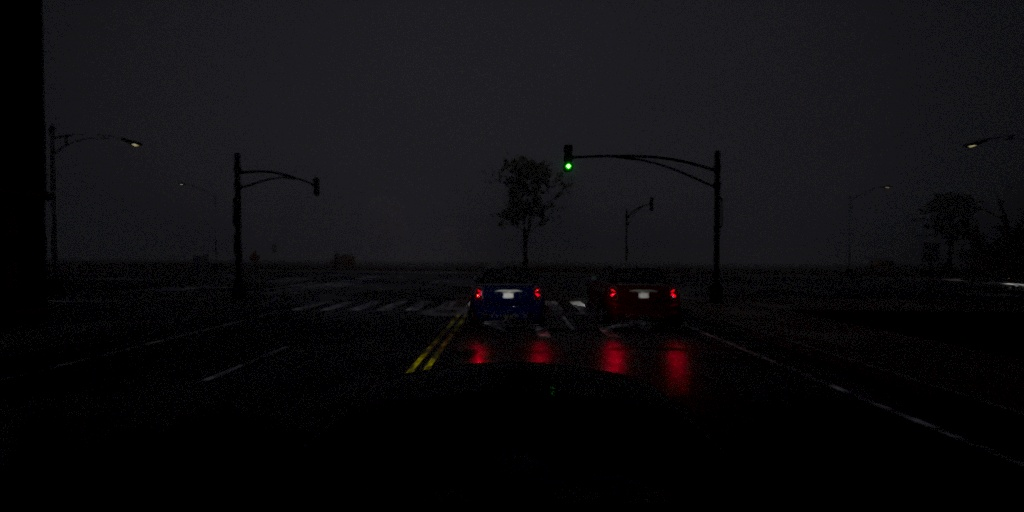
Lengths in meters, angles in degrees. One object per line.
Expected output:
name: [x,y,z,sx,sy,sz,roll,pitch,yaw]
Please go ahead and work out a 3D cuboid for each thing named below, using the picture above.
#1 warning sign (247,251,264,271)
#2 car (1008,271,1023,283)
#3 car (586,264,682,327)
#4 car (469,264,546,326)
warning sign: [-23.456,0.425,32.690,1.060,1.860,1.300,0,0,1]
car: [42.164,1.513,28.225,4.181,1.385,1.994,1,1,2]
car: [3.667,1.047,11.571,2.097,1.767,4.553,0,0,5]
car: [-0.216,1.047,11.579,2.097,1.767,4.553,0,0,-3]
